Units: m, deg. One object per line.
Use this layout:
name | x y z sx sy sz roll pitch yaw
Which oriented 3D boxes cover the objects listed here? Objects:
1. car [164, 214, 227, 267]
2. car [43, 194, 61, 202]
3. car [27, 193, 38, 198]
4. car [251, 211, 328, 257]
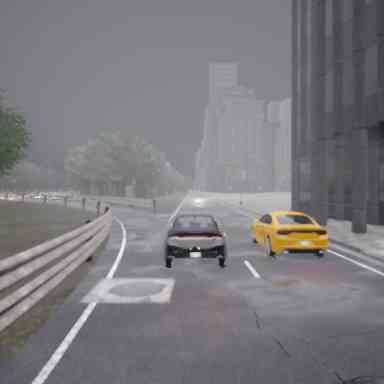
car | 0.096 1.504 11.509 2.128 1.511 4.902 0 0 0
car | -26.918 1.109 63.572 5.008 1.535 1.882 1 1 44
car | -34.037 0.876 70.938 1.812 1.442 4.674 0 1 -39
car | 3.599 1.485 13.080 1.882 1.535 5.008 0 0 0
